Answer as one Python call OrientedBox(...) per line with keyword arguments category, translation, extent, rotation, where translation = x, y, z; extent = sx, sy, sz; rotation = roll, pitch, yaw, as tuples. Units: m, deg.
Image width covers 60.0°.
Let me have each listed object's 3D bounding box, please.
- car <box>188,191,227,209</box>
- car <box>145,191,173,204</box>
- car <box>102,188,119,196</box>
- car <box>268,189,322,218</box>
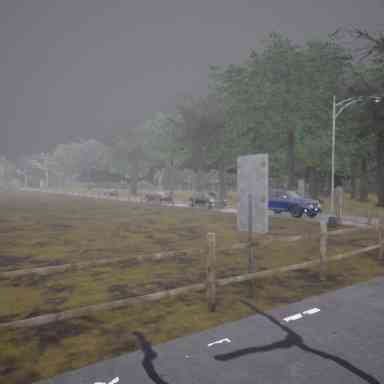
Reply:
OrientedBox(category="car", translation=(1.571, 0.732, 34.440), extent=(2.097, 1.767, 4.553), rotation=(0, 1, -34))
OrientedBox(category="car", translation=(-4.309, 0.618, 42.717), extent=(1.882, 1.535, 5.008), rotation=(0, 1, -35))
OrientedBox(category="car", translation=(-15.595, 0.086, 63.651), extent=(1.837, 1.490, 4.892), rotation=(0, 1, -35))
OrientedBox(category="car", translation=(7.383, 0.839, 26.269), extent=(2.150, 2.045, 5.566), rotation=(0, 1, -36))
